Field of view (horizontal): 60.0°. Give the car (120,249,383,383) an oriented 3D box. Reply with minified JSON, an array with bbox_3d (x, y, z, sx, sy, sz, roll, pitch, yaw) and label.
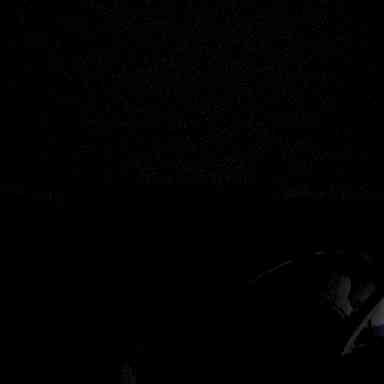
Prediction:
[{"bbox_3d":[1.703,1.458,3.614,4.902,1.511,2.128,0,1,-26],"label":"car"}]
